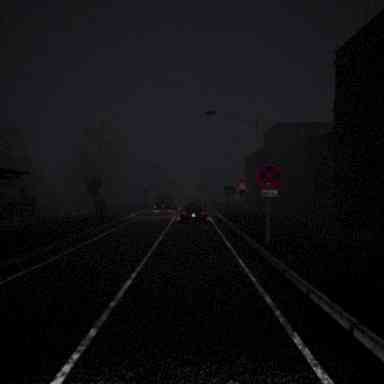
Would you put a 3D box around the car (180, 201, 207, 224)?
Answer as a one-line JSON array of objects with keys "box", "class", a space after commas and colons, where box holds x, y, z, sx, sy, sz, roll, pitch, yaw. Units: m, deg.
[{"box": [0.113, 1.677, 26.138, 1.994, 1.385, 4.181, 0, 0, 0], "class": "car"}]

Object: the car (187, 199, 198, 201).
[{"box": [0.119, 1.556, 41.973, 1.812, 1.442, 4.674, 0, 0, 0], "class": "car"}]

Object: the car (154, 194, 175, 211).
[{"box": [-3.263, 1.258, 40.729, 2.150, 2.045, 5.566, 0, 0, 1], "class": "car"}]

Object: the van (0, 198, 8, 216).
[{"box": [-21.989, 1.575, 35.483, 4.442, 1.987, 1.878, 0, -1, 0], "class": "van"}]
